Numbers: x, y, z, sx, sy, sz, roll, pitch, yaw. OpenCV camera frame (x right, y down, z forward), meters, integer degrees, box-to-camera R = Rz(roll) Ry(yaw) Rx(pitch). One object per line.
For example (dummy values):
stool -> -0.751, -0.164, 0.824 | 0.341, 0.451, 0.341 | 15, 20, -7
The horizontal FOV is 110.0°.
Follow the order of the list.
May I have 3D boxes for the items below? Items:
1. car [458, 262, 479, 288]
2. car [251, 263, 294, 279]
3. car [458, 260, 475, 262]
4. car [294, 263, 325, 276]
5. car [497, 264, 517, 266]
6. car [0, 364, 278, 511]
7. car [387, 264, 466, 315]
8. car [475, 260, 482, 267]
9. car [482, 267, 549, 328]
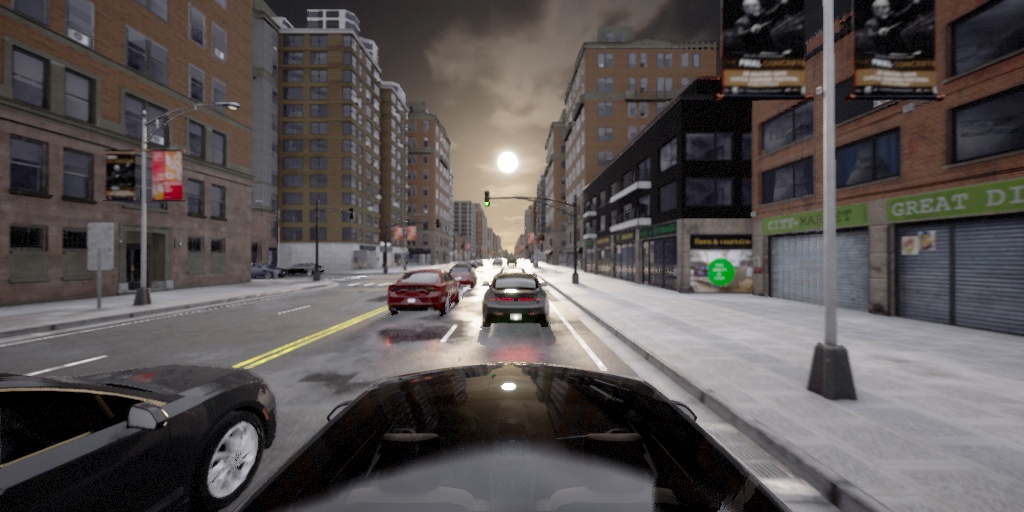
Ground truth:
car -> -3.471, 1.338, 24.311 | 1.994, 1.385, 4.181 | 0, 0, -5
car -> -22.643, 1.341, 32.473 | 4.181, 1.385, 1.994 | 0, 0, 0
car -> -6.612, 1.357, 48.665 | 2.033, 1.411, 5.357 | 0, 0, 0
car -> -22.159, 1.378, 37.952 | 4.313, 1.339, 1.948 | 0, 0, 0
car -> 0.051, 1.373, 22.867 | 1.895, 1.301, 4.718 | 0, 0, 0
car -> -3.147, 1.256, 1.429 | 1.837, 1.490, 4.892 | 0, 0, 0
car -> -3.153, 1.240, 13.712 | 1.882, 1.535, 5.008 | 0, 0, 0
car -> -6.593, 1.374, 59.117 | 2.033, 1.411, 5.357 | 0, 0, 1
car -> 0.098, 1.266, 11.430 | 1.837, 1.490, 4.892 | 0, 0, 0
